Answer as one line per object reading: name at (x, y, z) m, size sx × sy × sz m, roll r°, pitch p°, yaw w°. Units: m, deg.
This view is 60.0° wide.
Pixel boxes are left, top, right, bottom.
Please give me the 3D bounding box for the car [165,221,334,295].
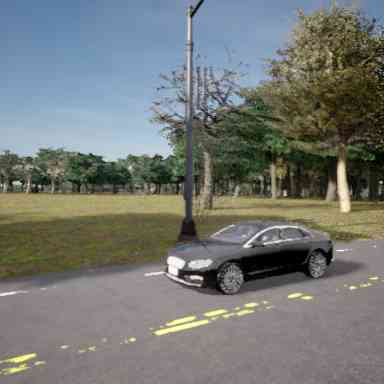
car at (1.671, 1.544, 8.840) m, size 4.902 × 1.511 × 2.128 m, roll 1°, pitch 0°, yaw -31°
